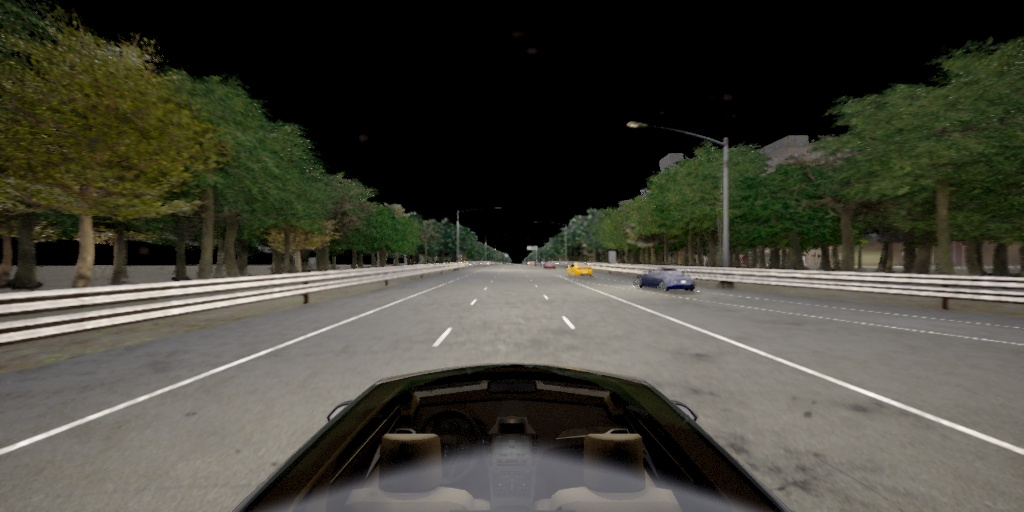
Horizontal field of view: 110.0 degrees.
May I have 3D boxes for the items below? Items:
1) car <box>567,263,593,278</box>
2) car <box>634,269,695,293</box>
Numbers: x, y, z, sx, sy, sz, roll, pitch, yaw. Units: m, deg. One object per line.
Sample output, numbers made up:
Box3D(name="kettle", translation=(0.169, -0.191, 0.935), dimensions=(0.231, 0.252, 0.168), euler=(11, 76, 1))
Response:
Box3D(name="car", translation=(7.278, 1.501, 38.952), dimensions=(1.882, 1.535, 5.008), euler=(0, 0, -4))
Box3D(name="car", translation=(9.553, 1.484, 22.775), dimensions=(1.994, 1.385, 4.181), euler=(0, 0, -12))
